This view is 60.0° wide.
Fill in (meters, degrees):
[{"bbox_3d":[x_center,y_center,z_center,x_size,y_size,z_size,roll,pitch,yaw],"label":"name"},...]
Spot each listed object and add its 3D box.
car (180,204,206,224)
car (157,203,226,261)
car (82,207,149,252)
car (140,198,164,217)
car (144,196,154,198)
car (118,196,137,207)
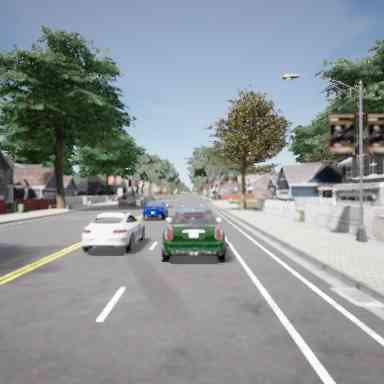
[{"bbox_3d":[0.067,1.660,26.477,1.895,1.301,4.718,0,0,0],"label":"car"},{"bbox_3d":[0.071,1.380,12.552,2.097,1.767,4.553,0,0,0],"label":"car"},{"bbox_3d":[-3.170,1.558,13.976,1.812,1.442,4.674,0,0,0],"label":"car"},{"bbox_3d":[-3.166,1.544,29.458,1.882,1.535,5.008,0,0,0],"label":"car"},{"bbox_3d":[-6.564,1.467,50.691,2.097,1.767,4.553,0,0,0],"label":"car"},{"bbox_3d":[-9.814,1.467,50.692,2.097,1.767,4.553,0,0,0],"label":"car"}]
